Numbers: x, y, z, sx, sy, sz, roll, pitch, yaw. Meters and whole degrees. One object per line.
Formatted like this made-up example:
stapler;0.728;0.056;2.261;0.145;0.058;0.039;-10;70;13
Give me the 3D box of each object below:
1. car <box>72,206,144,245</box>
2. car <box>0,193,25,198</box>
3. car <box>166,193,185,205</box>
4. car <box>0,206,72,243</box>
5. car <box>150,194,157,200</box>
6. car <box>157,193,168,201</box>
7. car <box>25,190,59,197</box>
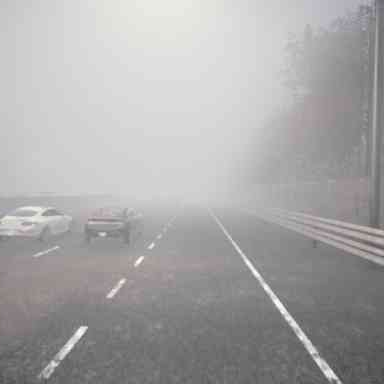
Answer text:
car;-3.365;1.403;15.070;2.128;1.511;4.902;1;0;1
car;-23.972;0.901;46.096;1.837;1.490;4.892;1;0;1
car;-2.820;1.399;58.170;2.128;1.511;4.902;1;0;1
car;-6.865;1.351;14.952;1.812;1.442;4.674;1;0;1
car;-9.487;1.257;84.446;1.812;1.442;4.674;1;0;1
car;-6.115;1.415;74.521;1.895;1.301;4.718;1;0;1
car;-20.457;0.736;46.454;2.150;2.045;5.566;1;0;1
